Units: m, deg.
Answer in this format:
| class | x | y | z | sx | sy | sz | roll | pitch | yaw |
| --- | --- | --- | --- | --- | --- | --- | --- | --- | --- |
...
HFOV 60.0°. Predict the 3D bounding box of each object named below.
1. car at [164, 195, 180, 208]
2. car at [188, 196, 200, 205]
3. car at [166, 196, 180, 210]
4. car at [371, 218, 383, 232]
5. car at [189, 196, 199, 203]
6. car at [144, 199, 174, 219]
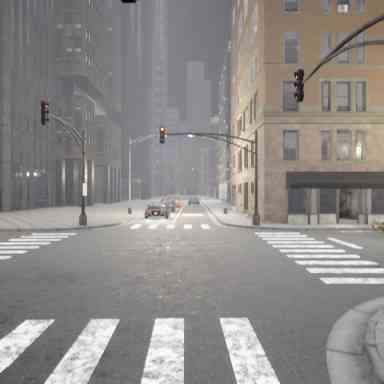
| class | x | y | z | sx | sy | sz | roll | pitch | yaw |
| --- | --- | --- | --- | --- | --- | --- | --- | --- | --- |
| car | -2.887 | 1.385 | 49.143 | 2.097 | 1.767 | 4.553 | 0 | 0 | 0 |
| car | 0.339 | 1.589 | 59.919 | 1.994 | 1.385 | 4.181 | 0 | 0 | 0 |
| car | -2.932 | 1.518 | 39.244 | 2.128 | 1.511 | 4.902 | 0 | 0 | 0 |
| car | 12.186 | 1.525 | 17.693 | 4.829 | 1.417 | 1.752 | 0 | 0 | -1 |
| car | 0.375 | 1.568 | 69.868 | 1.994 | 1.385 | 4.181 | 0 | 0 | 0 |
| car | -2.978 | 1.583 | 29.390 | 1.994 | 1.385 | 4.181 | 0 | 0 | 0 |
